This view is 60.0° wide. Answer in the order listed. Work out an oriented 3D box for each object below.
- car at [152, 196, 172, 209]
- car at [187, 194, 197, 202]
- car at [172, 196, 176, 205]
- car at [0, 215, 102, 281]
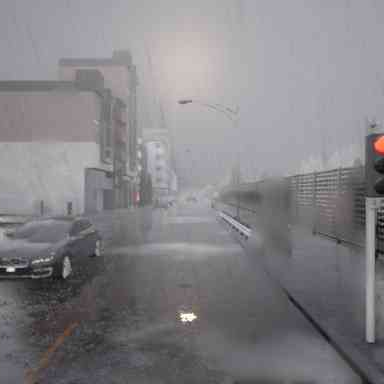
[{"bbox_3d":[-4.116,1.505,44.388,1.837,1.490,4.892,0,0,0],"label":"car"},{"bbox_3d":[-0.038,1.355,76.657,2.097,1.767,4.553,0,0,0],"label":"car"},{"bbox_3d":[-4.113,1.478,54.621,1.882,1.535,5.008,0,0,0],"label":"car"},{"bbox_3d":[-4.102,1.505,9.955,1.837,1.490,4.892,0,0,0],"label":"car"}]
